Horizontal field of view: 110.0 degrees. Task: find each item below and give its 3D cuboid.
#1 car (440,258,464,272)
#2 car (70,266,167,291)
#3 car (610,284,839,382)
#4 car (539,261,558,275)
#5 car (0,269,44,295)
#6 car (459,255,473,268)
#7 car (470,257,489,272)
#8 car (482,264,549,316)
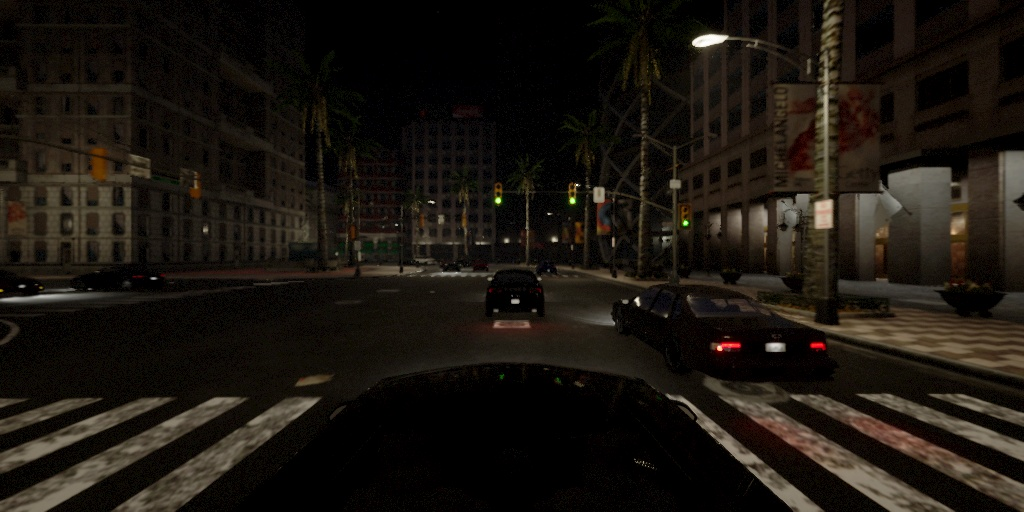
[{"bbox_3d":[-7.375,1.267,44.335,1.994,1.385,4.181,0,0,-4],"label":"car"},{"bbox_3d":[-23.016,1.292,21.073,4.181,1.385,1.994,0,0,1],"label":"car"},{"bbox_3d":[3.600,1.292,7.408,2.033,1.411,5.357,0,0,0],"label":"car"},{"bbox_3d":[3.595,1.236,37.678,1.812,1.442,4.674,0,0,0],"label":"car"},{"bbox_3d":[-25.852,1.296,17.466,4.181,1.385,1.994,0,0,0],"label":"car"},{"bbox_3d":[-7.182,0.911,57.696,2.150,2.045,5.566,0,0,-26],"label":"car"},{"bbox_3d":[-3.919,1.180,44.893,1.882,1.535,5.008,0,0,-5],"label":"car"},{"bbox_3d":[0.102,1.215,13.249,1.882,1.535,5.008,0,0,0],"label":"car"}]
